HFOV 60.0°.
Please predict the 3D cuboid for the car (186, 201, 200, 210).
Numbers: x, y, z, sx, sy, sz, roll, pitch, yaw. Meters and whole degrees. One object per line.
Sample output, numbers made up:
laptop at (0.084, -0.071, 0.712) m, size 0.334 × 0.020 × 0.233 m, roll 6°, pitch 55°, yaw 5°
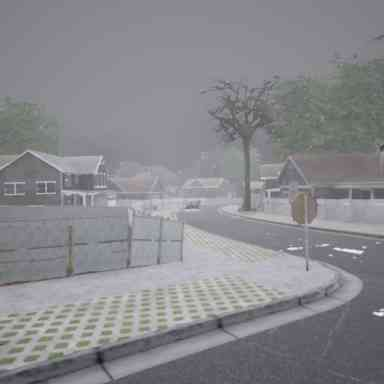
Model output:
car at (0.218, 2.141, 54.935) m, size 1.994 × 1.385 × 4.181 m, roll -2°, pitch -1°, yaw 8°
